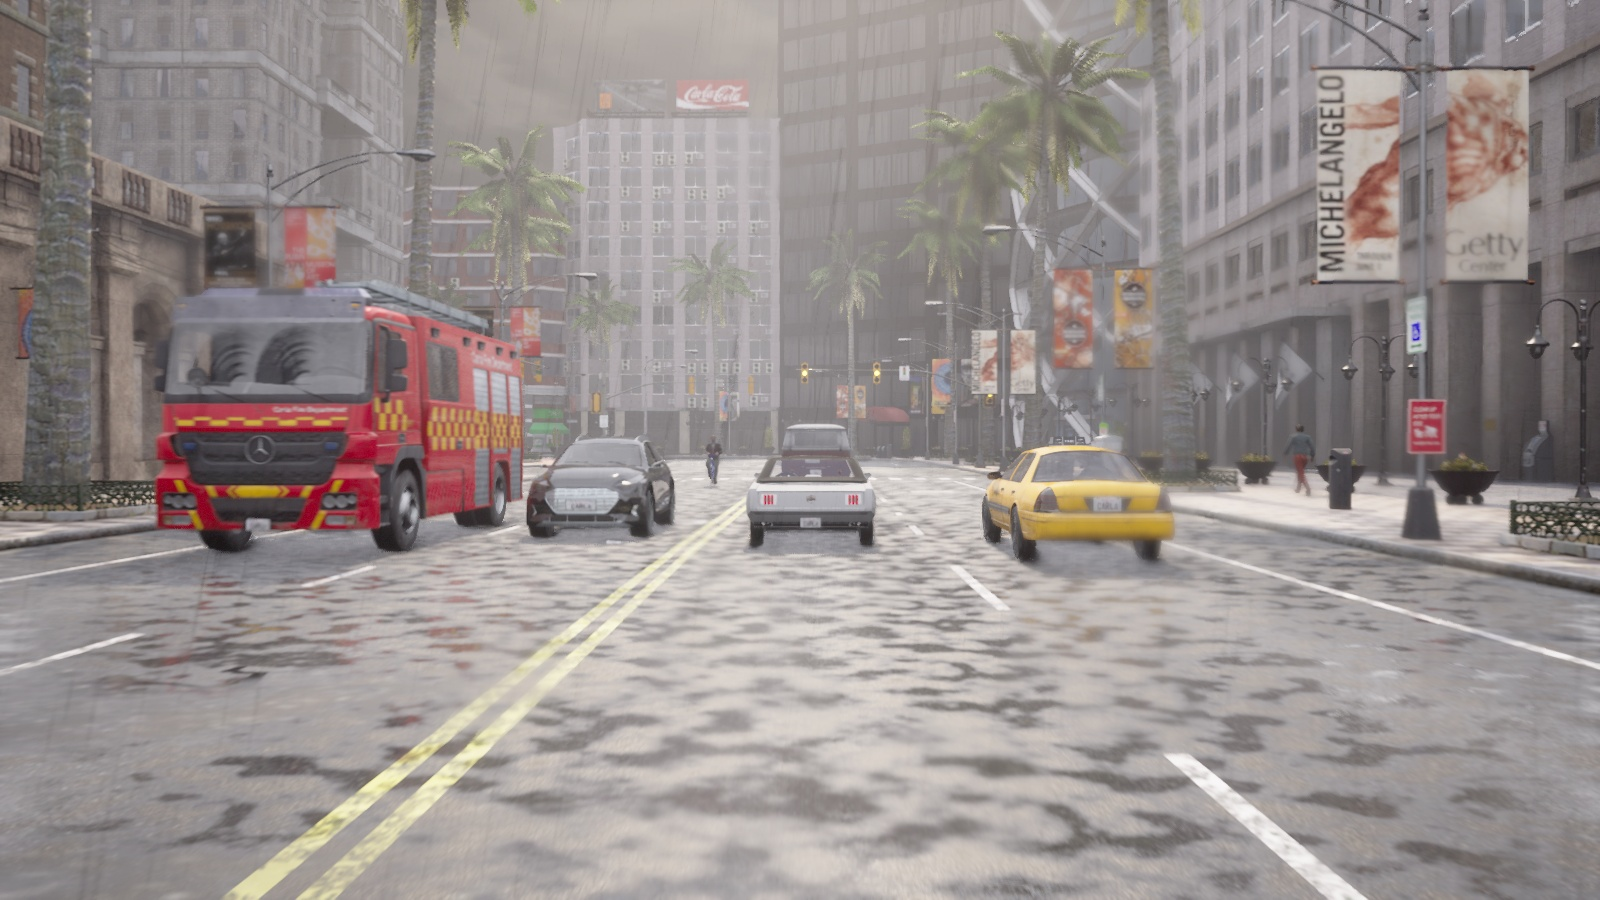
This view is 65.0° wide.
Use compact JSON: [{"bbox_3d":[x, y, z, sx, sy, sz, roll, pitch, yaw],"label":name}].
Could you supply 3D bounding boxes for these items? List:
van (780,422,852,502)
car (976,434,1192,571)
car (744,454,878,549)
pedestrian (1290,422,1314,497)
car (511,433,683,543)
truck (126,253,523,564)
[{"bbox_3d":[0.433,0.305,33.410,1.775,1.987,4.442,0,0,1],"label":"van"},{"bbox_3d":[3.647,0.590,17.124,1.801,1.575,5.366,0,0,1],"label":"car"},{"bbox_3d":[0.201,0.732,20.052,1.895,1.301,4.718,0,0,1],"label":"car"},{"bbox_3d":[12.603,0.232,31.537,0.353,1.847,0.614,0,0,-1],"label":"pedestrian"},{"bbox_3d":[-3.277,0.552,21.290,2.033,1.649,4.856,0,0,1],"label":"car"},{"bbox_3d":[-6.807,-0.537,19.743,2.891,3.827,8.468,0,0,1],"label":"truck"}]
